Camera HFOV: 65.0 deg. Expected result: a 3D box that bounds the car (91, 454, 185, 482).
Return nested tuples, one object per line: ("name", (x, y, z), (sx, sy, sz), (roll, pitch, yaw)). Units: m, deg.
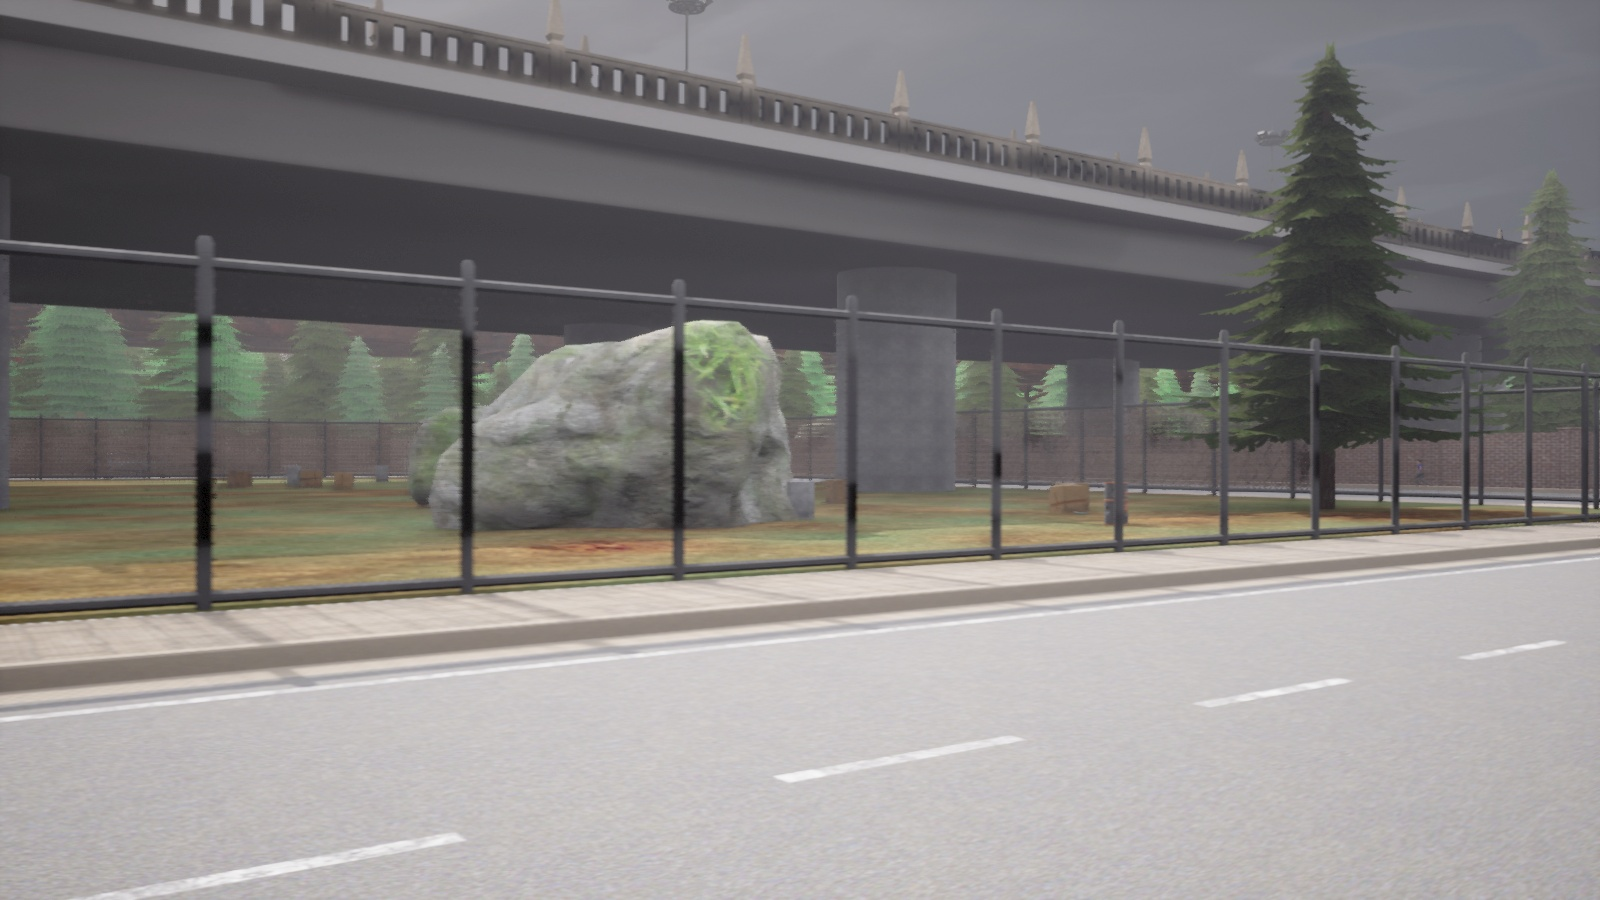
("car", (-37.494, 1.001, 71.125), (4.514, 1.525, 2.007), (0, 0, -34))
